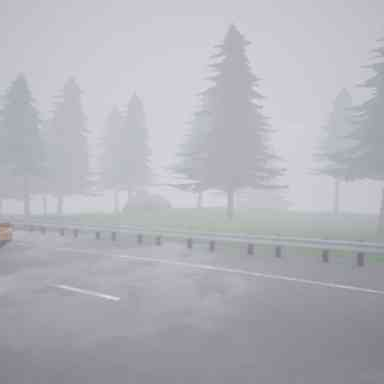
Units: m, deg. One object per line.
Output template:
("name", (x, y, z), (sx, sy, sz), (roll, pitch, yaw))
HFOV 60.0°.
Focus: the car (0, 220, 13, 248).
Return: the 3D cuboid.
("car", (-9.225, 1.450, 12.894), (5.008, 1.535, 1.882), (0, 0, 25))
